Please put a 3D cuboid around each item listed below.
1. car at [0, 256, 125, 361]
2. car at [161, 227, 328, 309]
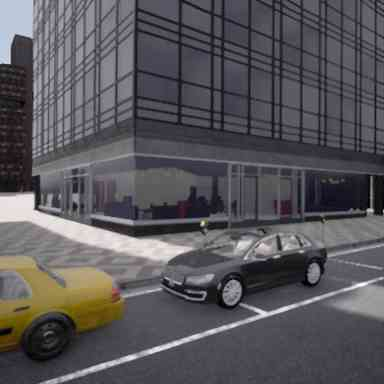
[{"bbox_3d":[-3.333,1.526,4.377,4.829,1.417,1.752,0,1,-36],"label":"car"},{"bbox_3d":[1.382,1.542,7.745,4.403,1.369,2.008,0,1,-36],"label":"car"}]
